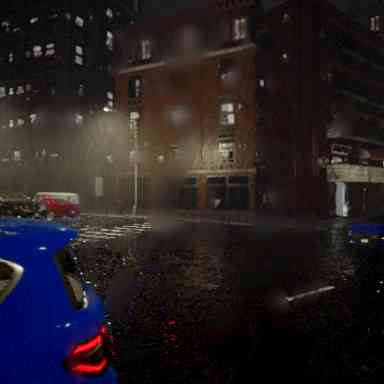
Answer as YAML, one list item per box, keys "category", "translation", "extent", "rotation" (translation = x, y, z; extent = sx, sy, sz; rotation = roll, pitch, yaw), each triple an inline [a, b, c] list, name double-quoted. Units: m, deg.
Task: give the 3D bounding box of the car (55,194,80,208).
- category: "car"
  translation: [-10.048, 1.120, 22.851]
  extent: [5.008, 1.535, 1.882]
  rotation: [1, 1, 25]

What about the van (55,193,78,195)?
- category: "van"
  translation: [-10.665, 0.945, 26.014]
  extent: [3.998, 1.788, 1.690]
  rotation: [1, 0, 25]

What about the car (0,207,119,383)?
- category: "car"
  translation: [-3.122, 1.213, 1.476]
  extent: [5.566, 2.045, 2.150]
  rotation: [0, 0, -35]

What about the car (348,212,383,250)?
- category: "car"
  translation: [8.477, 1.569, 13.970]
  extent: [5.008, 1.535, 1.882]
  rotation: [0, 0, -37]

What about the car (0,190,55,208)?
- category: "car"
  translation: [-11.221, 0.877, 19.840]
  extent: [5.566, 2.045, 2.150]
  rotation: [1, 0, 26]
